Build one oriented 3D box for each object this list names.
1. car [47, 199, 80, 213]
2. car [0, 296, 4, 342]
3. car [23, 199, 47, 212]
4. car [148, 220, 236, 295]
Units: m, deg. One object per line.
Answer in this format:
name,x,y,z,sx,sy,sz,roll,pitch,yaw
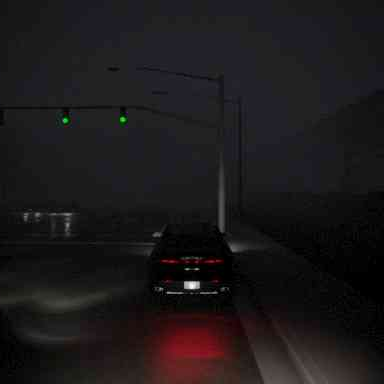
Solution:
car,-13.920,1.484,37.070,1.812,1.442,4.674,0,0,1
car,-3.395,1.478,2.366,1.882,1.535,5.008,0,0,0
car,-17.405,1.508,38.432,2.033,1.411,5.357,0,0,0
car,-0.001,1.494,8.649,1.837,1.490,4.892,0,0,0
